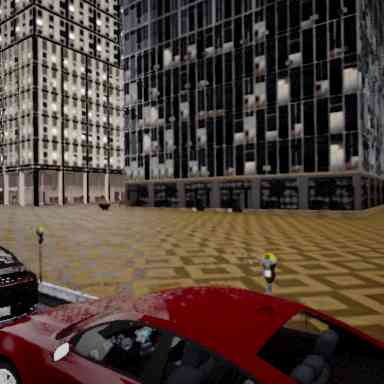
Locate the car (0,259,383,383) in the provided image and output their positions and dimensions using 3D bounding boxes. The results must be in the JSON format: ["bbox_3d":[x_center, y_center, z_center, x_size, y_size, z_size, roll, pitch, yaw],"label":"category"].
[{"bbox_3d":[-0.054,1.543,2.928,4.507,1.381,1.887,0,-1,36],"label":"car"}]

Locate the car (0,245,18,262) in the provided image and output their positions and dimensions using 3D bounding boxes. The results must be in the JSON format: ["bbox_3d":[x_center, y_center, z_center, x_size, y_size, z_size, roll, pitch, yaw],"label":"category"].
[{"bbox_3d":[-4.586,1.540,6.166,4.403,1.369,2.008,0,-1,36],"label":"car"}]
